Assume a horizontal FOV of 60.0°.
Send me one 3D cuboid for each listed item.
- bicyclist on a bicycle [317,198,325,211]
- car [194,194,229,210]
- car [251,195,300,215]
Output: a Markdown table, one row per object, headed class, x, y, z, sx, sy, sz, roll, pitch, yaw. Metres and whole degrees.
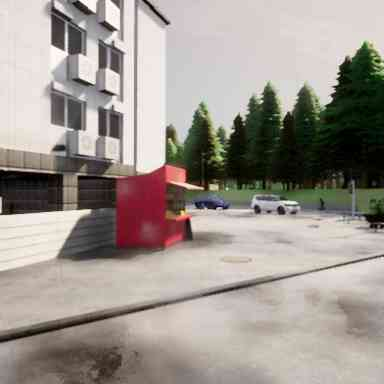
| class | x | y | z | sx | sy | sz | roll | pitch | yaw |
| --- | --- | --- | --- | --- | --- | --- | --- | --- | --- |
| bicyclist on a bicycle | 15.682 | 1.505 | 40.377 | 1.656 | 1.620 | 0.582 | 0 | 0 | -35 |
| car | 2.567 | 1.337 | 44.347 | 2.150 | 2.045 | 5.566 | 0 | 0 | -35 |
| car | 8.796 | 1.341 | 35.581 | 2.150 | 2.045 | 5.566 | 0 | 0 | -35 |
